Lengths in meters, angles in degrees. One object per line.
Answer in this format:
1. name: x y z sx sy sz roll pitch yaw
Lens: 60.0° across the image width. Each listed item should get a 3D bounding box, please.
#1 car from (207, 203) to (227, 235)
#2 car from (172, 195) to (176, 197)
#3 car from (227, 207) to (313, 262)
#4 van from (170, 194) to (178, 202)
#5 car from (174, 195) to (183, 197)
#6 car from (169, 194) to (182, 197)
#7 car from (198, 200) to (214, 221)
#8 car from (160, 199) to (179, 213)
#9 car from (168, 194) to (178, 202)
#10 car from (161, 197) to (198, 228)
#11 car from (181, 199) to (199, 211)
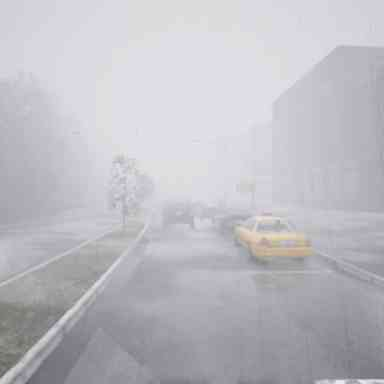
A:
1. car: 2.352 1.618 19.537 2.163 1.488 4.792 0 0 -3
2. car: -2.169 1.753 62.110 2.163 1.488 4.792 0 0 -6
3. car: 2.758 1.547 12.508 1.946 1.575 5.366 0 0 -2
4. van: -4.618 1.501 84.248 1.878 1.987 4.442 0 0 -6
5. car: -1.554 1.754 56.565 2.002 1.452 4.674 0 0 -6
6. car: -2.777 1.477 67.622 2.435 2.045 5.566 0 0 -6
7. car: 1.484 1.633 29.096 2.097 1.535 5.008 0 0 -6
8. car: -2.842 1.681 41.312 2.128 1.511 4.902 0 0 -6
9. car: -5.219 1.469 89.672 2.435 2.045 5.566 0 0 -6
10. car: -1.019 1.473 23.482 2.097 1.767 4.553 0 0 -4
11. car: -0.335 1.729 45.539 2.002 1.452 4.674 0 0 -6
